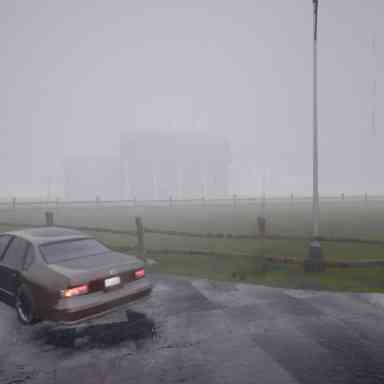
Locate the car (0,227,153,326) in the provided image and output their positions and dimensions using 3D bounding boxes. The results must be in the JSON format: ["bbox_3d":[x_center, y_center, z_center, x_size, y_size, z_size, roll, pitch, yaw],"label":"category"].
[{"bbox_3d":[-3.187,1.480,6.965,5.357,1.411,2.033,0,1,40],"label":"car"}]
